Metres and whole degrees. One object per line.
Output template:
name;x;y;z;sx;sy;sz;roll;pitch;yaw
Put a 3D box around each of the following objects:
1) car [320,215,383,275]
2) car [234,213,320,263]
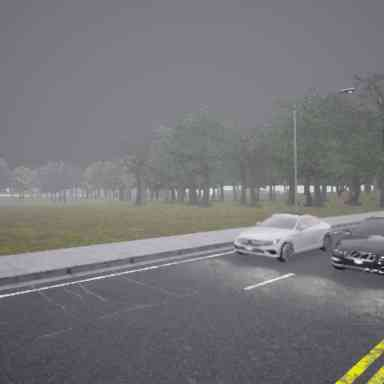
car;5.940;1.497;9.996;4.892;1.490;1.837;0;0;-43
car;3.510;1.517;12.173;4.674;1.442;1.812;0;0;-43
